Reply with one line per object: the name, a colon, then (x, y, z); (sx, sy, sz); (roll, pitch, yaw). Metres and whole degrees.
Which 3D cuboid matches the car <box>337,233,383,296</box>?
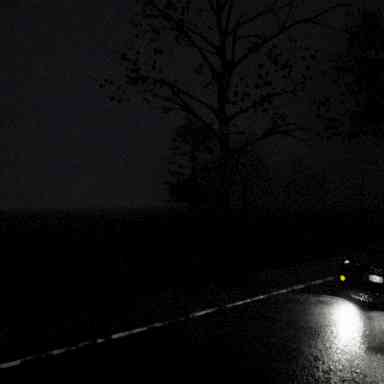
car: (5.295, 1.555, 7.819); (4.181, 1.385, 1.994); (0, 0, -36)
